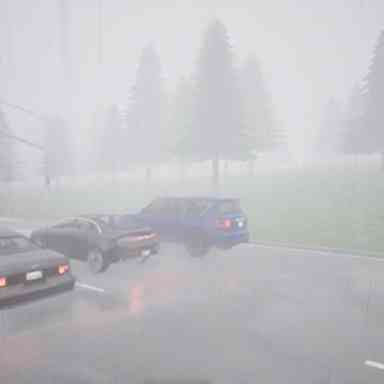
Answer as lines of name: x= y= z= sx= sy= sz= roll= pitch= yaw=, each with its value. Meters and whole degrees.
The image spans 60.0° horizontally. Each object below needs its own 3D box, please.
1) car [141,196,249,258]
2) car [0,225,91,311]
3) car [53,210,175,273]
car: x=-0.536 y=1.165 z=12.834 sx=5.566 sy=2.045 sz=2.150 roll=1 pitch=0 yaw=35
car: x=-4.805 y=1.489 z=7.283 sx=5.357 sy=1.411 sz=2.033 roll=1 pitch=0 yaw=36
car: x=-3.208 y=1.429 z=10.449 sx=4.902 sy=1.511 sz=2.128 roll=1 pitch=0 yaw=36
